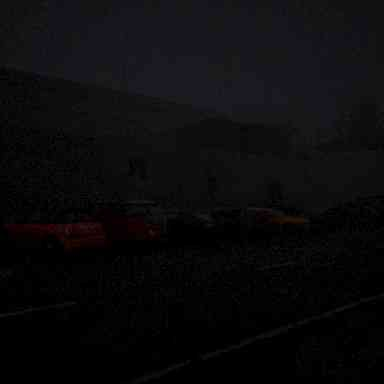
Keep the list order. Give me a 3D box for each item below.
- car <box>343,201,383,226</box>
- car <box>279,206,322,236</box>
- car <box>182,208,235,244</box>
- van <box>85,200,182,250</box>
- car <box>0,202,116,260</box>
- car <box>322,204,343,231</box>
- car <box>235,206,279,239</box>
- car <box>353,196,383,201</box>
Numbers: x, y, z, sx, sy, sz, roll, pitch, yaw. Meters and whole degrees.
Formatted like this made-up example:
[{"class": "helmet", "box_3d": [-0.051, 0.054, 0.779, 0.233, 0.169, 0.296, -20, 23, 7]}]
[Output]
[{"class": "car", "box_3d": [11.572, 1.660, 24.881, 4.674, 1.452, 2.002, -1, 0, 34]}, {"class": "car", "box_3d": [4.439, 1.603, 19.582, 5.366, 1.575, 1.946, -1, -1, 34]}, {"class": "car", "box_3d": [-0.575, 1.616, 16.207, 4.674, 1.452, 2.002, -1, -1, 34]}, {"class": "van", "box_3d": [-2.902, 1.329, 14.423, 4.442, 1.987, 1.878, -1, -2, 34]}, {"class": "car", "box_3d": [-5.411, 1.400, 12.726, 4.553, 1.767, 2.185, -1, -1, 34]}, {"class": "car", "box_3d": [6.737, 1.647, 21.400, 4.792, 1.488, 2.163, -1, -1, 34]}, {"class": "car", "box_3d": [1.826, 1.627, 17.959, 4.792, 1.488, 2.163, -1, -1, 34]}, {"class": "car", "box_3d": [13.970, 1.367, 26.634, 5.566, 2.045, 2.435, -1, -1, 34]}]
